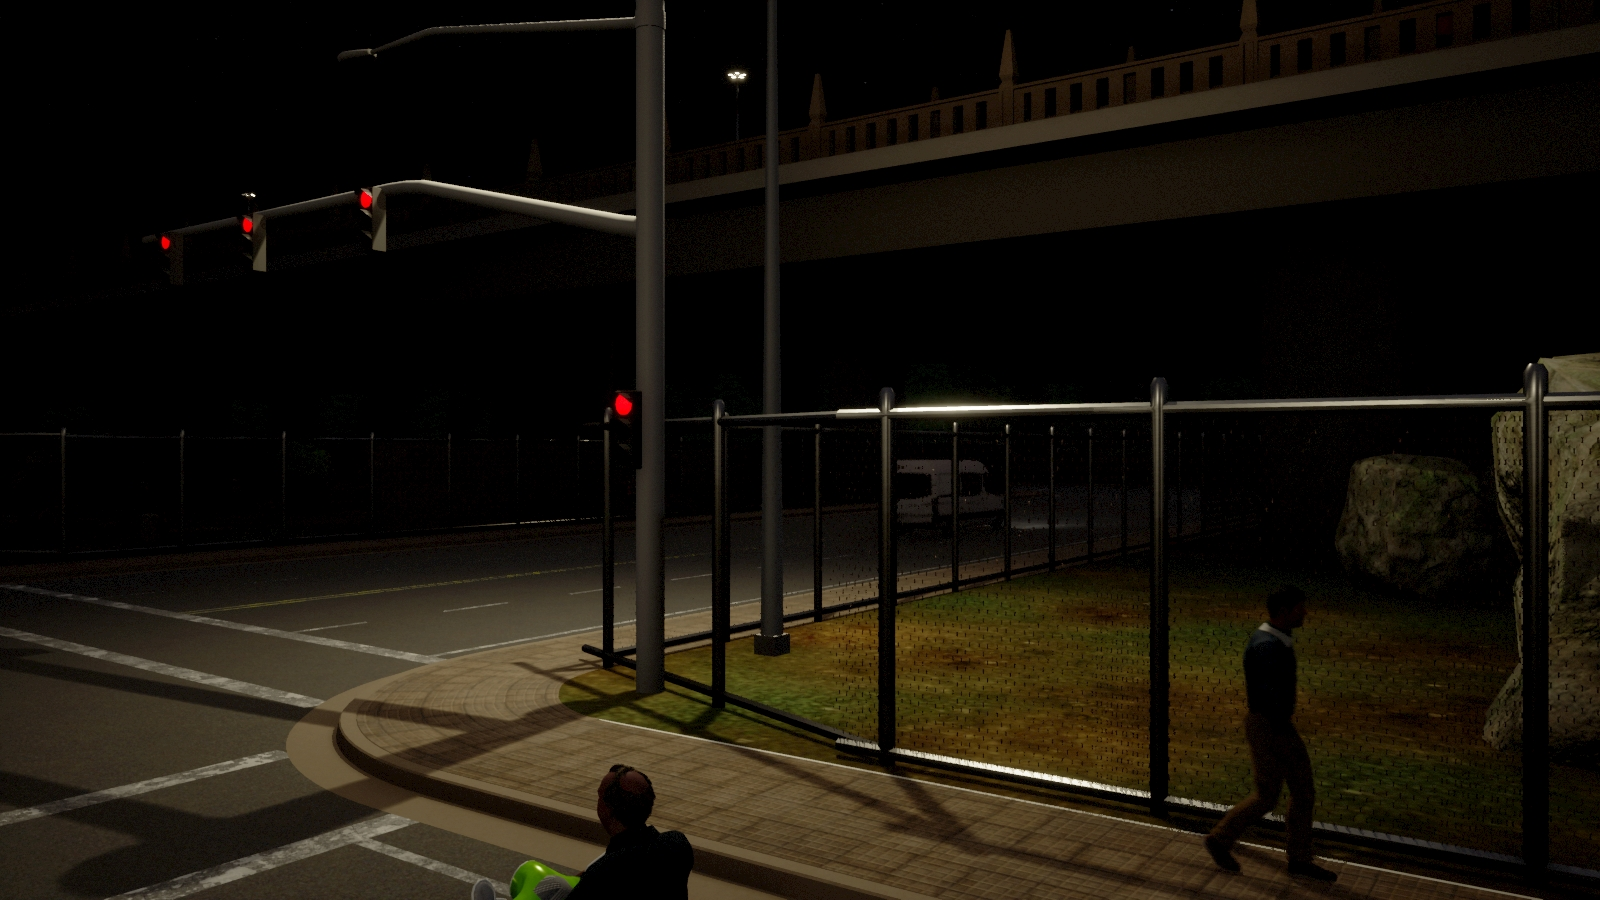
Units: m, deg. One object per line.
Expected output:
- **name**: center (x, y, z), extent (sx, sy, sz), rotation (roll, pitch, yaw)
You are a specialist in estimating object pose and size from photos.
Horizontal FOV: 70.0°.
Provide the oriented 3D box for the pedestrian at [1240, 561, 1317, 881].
- **pedestrian**: center (2.962, 1.643, 7.073), extent (0.375, 1.860, 0.375), rotation (0, 0, 33)
